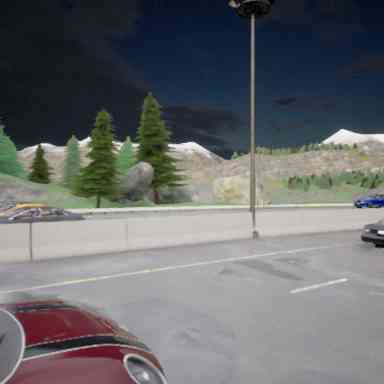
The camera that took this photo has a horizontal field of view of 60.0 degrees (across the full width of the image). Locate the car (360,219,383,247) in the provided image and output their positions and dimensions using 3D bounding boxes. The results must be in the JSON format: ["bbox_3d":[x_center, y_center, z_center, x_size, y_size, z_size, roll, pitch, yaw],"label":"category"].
[{"bbox_3d":[9.153,1.531,13.400,5.357,1.411,2.033,0,0,-29],"label":"car"}]

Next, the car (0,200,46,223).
[{"bbox_3d":[-13.468,1.414,24.281,4.902,1.511,2.128,0,0,-34],"label":"car"}]

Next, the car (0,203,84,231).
[{"bbox_3d":[-7.530,1.443,15.639,4.902,1.511,2.128,0,0,-34],"label":"car"}]

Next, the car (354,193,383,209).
[{"bbox_3d":[23.661,1.160,43.034,5.566,2.045,2.150,0,0,-19],"label":"car"}]

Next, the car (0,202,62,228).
[{"bbox_3d":[-11.224,1.437,21.579,4.892,1.490,1.837,0,0,-34],"label":"car"}]

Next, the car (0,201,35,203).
[{"bbox_3d":[-9.332,1.420,18.643,5.008,1.535,1.882,0,0,-34],"label":"car"}]

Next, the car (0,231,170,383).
[{"bbox_3d":[-2.310,1.343,1.983,4.553,1.767,2.097,0,0,-36],"label":"car"}]
